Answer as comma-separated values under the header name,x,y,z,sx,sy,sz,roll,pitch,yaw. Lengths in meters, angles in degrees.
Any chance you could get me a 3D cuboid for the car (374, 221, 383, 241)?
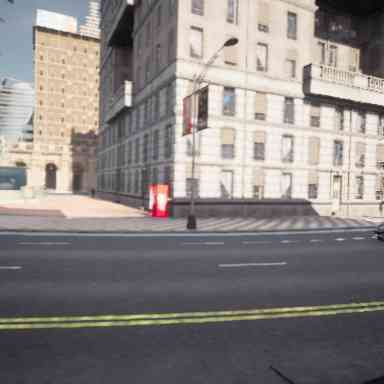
name,x,y,z,sx,sy,sz,roll,pitch,yaw
car,10.146,1.477,14.440,4.674,1.442,1.812,1,1,-22
